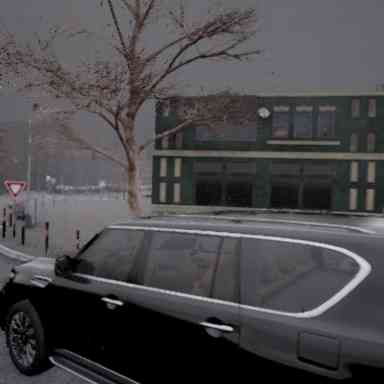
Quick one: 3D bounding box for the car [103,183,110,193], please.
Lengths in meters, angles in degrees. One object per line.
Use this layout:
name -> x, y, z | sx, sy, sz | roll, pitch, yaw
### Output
car -> -20.984, -0.587, 71.561 | 4.892, 1.521, 2.231 | 2, 2, 18

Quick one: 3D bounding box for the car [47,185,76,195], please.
car -> -24.357, -0.481, 61.050 | 4.553, 1.767, 2.185 | 2, 2, 18

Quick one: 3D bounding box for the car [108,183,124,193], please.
car -> -19.293, -0.970, 76.801 | 5.566, 2.045, 2.435 | 2, 2, 18

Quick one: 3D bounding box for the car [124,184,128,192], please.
car -> -18.245, -0.778, 79.365 | 5.366, 1.575, 1.946 | 2, 2, 18

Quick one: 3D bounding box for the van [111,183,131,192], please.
van -> -17.451, -1.068, 82.000 | 4.442, 1.987, 1.878 | 2, 2, 18

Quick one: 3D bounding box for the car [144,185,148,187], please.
car -> -15.037, -1.163, 89.913 | 4.553, 1.767, 2.185 | 2, 2, 18

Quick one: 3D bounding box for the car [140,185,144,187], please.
car -> -15.889, -1.101, 87.292 | 4.553, 1.767, 2.185 | 2, 2, 18

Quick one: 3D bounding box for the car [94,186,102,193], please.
car -> -21.799, -0.651, 68.919 | 4.553, 1.767, 2.185 | 2, 2, 18

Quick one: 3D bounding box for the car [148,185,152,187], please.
car -> -14.125, -1.223, 92.516 | 4.553, 1.767, 2.185 | 2, 2, 18

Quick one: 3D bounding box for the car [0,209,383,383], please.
car -> -0.048, 1.229, 3.887 | 5.566, 2.045, 2.150 | 0, 0, 36

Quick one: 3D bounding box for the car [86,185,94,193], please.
car -> -22.683, -0.429, 66.311 | 4.674, 1.452, 2.002 | 2, 2, 18

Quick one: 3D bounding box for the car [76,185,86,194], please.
car -> -23.541, -0.411, 63.692 | 5.008, 1.535, 2.097 | 2, 2, 18

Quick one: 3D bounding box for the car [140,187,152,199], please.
car -> -5.831, 0.445, 53.111 | 4.792, 1.488, 2.163 | 2, 2, 18
